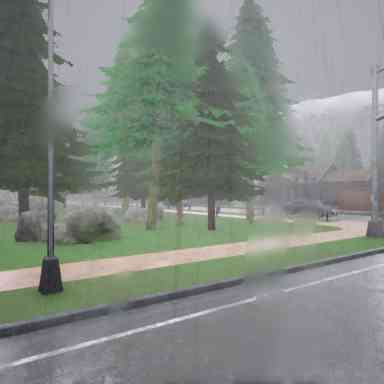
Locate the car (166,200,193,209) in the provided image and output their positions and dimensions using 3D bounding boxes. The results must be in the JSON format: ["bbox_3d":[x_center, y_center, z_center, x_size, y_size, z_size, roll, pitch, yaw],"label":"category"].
[{"bbox_3d":[-1.832,1.463,45.453,1.882,1.535,5.008,0,0,-37],"label":"car"}]

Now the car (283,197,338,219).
[{"bbox_3d":[10.317,1.477,29.343,2.128,1.511,4.902,0,0,-37],"label":"car"}]

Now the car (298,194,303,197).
[{"bbox_3d":[14.856,1.161,44.179,3.866,1.878,1.905,0,0,-37],"label":"car"}]

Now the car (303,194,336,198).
[{"bbox_3d":[16.682,1.159,42.408,4.605,1.855,1.932,0,0,-37],"label":"car"}]
